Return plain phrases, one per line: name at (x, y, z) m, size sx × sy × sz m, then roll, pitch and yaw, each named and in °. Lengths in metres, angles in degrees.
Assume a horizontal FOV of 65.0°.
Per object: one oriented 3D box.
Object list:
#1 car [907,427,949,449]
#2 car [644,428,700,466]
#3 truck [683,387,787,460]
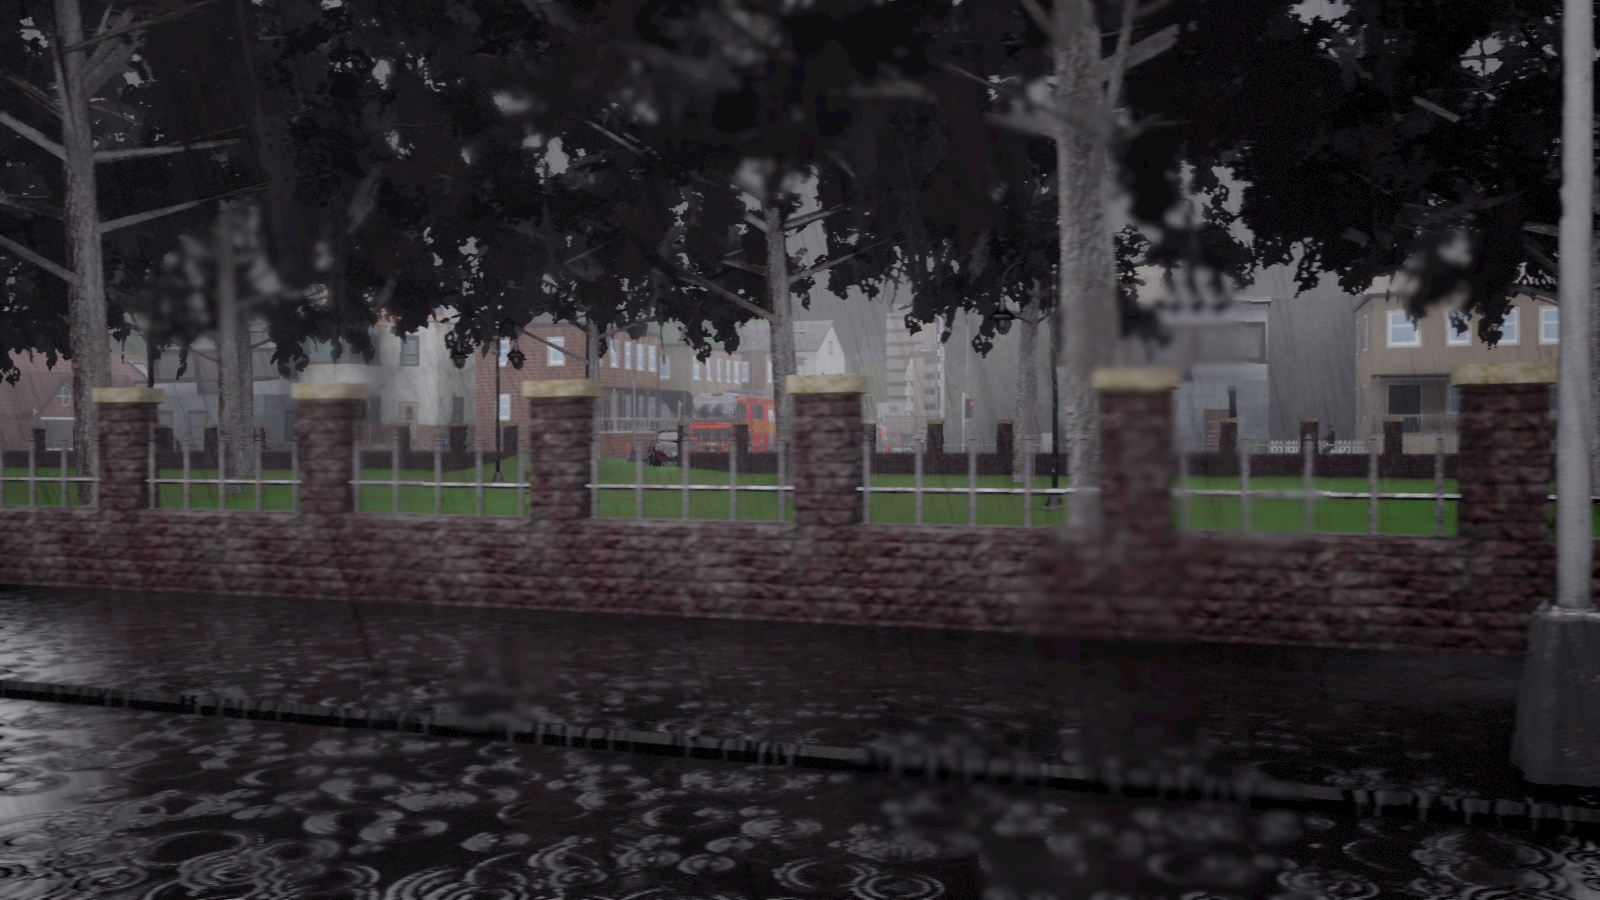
car at (10.052, -0.929, 98.178) m, size 2.152 × 1.651 × 5.027 m, roll 1°, pitch 1°, yaw 19°
car at (-5.871, -0.178, 56.998) m, size 2.033 × 1.649 × 4.856 m, roll -1°, pitch 1°, yaw -12°
truck at (-3.499, -1.483, 70.640) m, size 2.891 × 3.827 × 8.468 m, roll 1°, pitch 1°, yaw 19°
